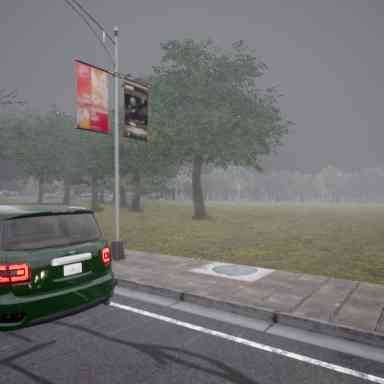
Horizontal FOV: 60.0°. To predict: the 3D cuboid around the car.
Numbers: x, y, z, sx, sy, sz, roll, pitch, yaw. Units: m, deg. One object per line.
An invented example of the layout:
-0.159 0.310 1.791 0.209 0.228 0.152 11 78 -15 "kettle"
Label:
-3.918 1.235 6.436 5.566 2.045 2.150 0 0 36 "car"
